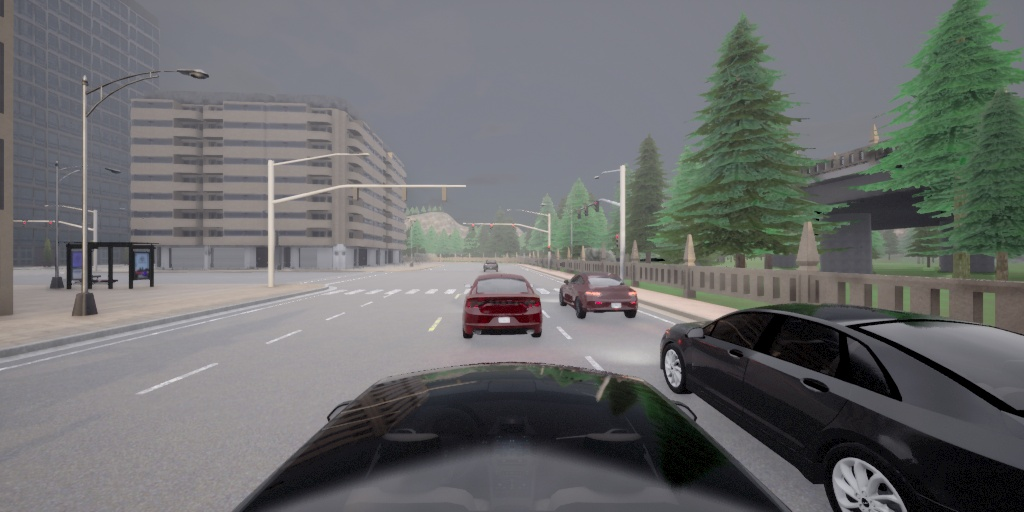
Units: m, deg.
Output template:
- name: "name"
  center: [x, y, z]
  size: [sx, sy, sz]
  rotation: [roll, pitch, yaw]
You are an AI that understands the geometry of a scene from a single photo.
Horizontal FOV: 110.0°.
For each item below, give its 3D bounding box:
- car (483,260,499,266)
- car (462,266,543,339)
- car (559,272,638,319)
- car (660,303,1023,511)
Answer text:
- name: "car"
  center: [-2.710, 1.242, 45.886]
  size: [2.128, 1.511, 4.902]
  rotation: [0, 0, -4]
- name: "car"
  center: [-0.341, 1.228, 10.190]
  size: [1.882, 1.535, 5.008]
  rotation: [0, 0, -4]
- name: "car"
  center: [2.922, 1.276, 12.765]
  size: [1.812, 1.442, 4.674]
  rotation: [0, 0, -3]
- name: "car"
  center: [3.257, 1.255, 3.775]
  size: [1.837, 1.490, 4.892]
  rotation: [0, 0, 0]
